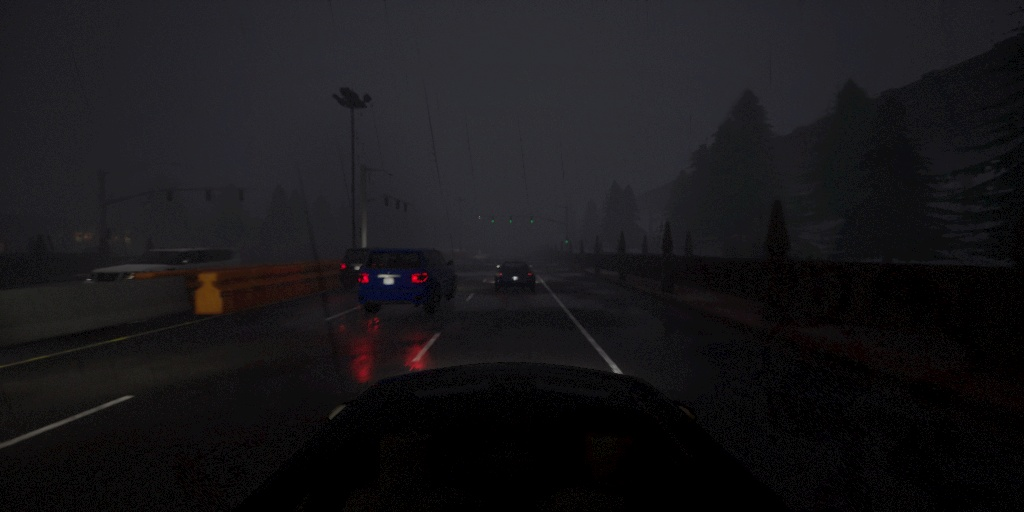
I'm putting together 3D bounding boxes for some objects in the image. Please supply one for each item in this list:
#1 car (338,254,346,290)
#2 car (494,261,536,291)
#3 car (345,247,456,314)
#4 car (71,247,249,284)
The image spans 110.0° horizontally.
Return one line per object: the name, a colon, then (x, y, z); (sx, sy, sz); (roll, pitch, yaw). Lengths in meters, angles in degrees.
car: (-6.840, 0.569, 18.615); (2.150, 2.045, 5.566); (0, 1, 1)
car: (0.150, 0.921, 18.240); (1.994, 1.385, 4.181); (0, 1, 0)
car: (-3.377, 0.718, 12.551); (2.150, 2.045, 5.566); (0, 1, 0)
car: (-14.050, 0.654, 15.120); (2.150, 2.045, 5.566); (0, 2, 1)
